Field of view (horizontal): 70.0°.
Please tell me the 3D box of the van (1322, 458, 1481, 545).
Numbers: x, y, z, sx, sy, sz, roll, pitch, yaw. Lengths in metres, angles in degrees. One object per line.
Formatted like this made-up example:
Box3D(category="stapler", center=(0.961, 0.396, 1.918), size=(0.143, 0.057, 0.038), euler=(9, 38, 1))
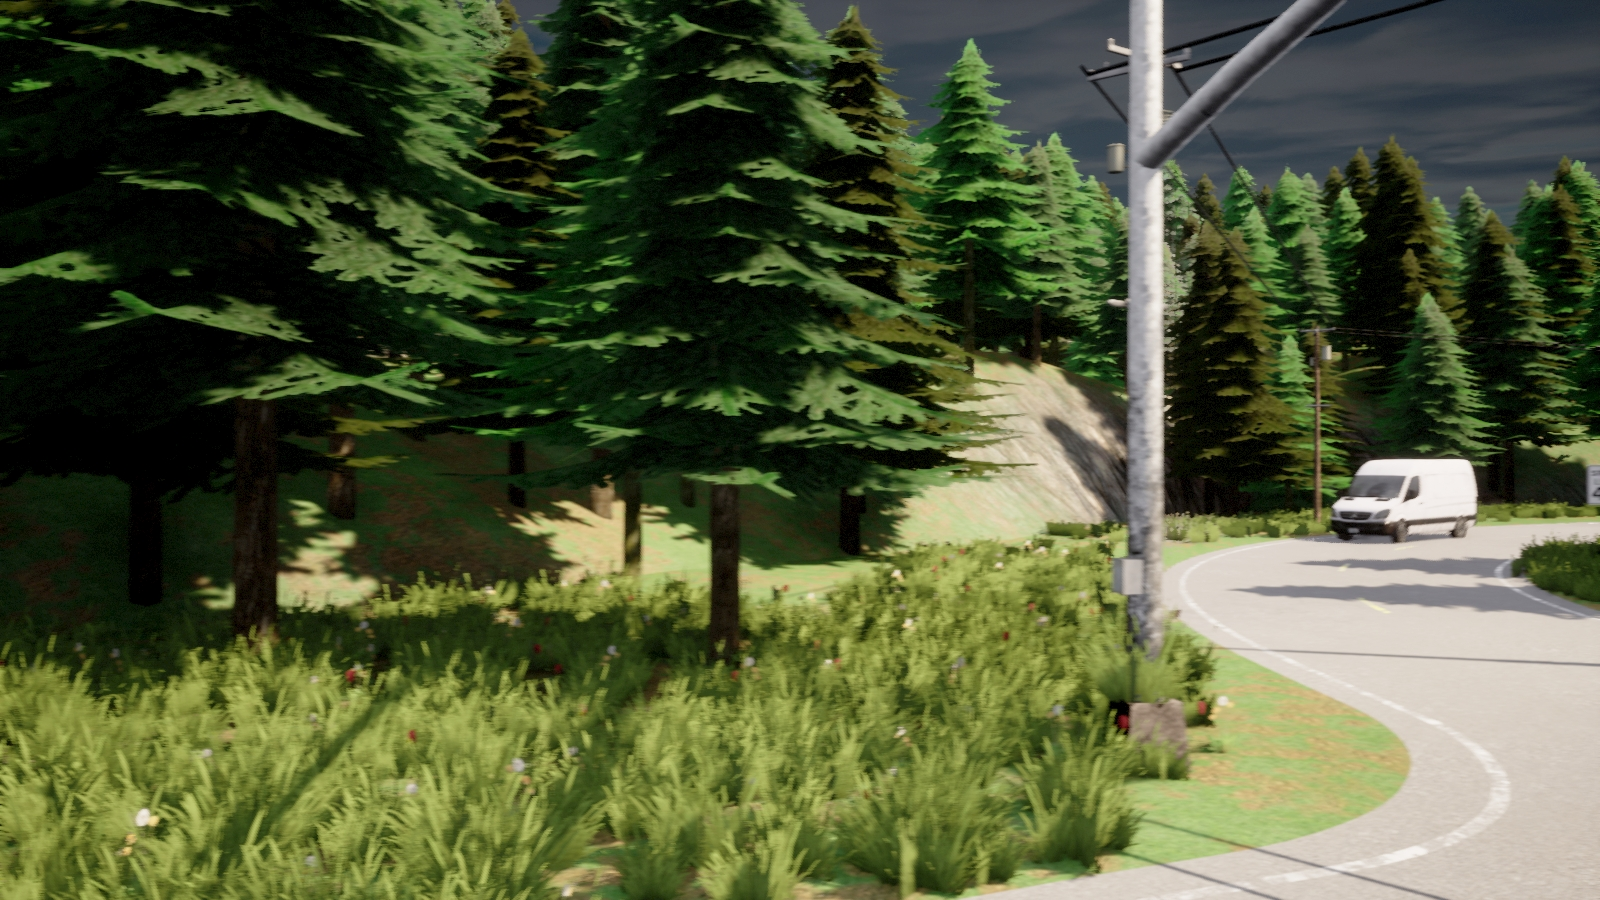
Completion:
Box3D(category="van", center=(19.265, 1.557, 36.468), size=(5.915, 2.561, 1.988), euler=(0, -1, -35))
